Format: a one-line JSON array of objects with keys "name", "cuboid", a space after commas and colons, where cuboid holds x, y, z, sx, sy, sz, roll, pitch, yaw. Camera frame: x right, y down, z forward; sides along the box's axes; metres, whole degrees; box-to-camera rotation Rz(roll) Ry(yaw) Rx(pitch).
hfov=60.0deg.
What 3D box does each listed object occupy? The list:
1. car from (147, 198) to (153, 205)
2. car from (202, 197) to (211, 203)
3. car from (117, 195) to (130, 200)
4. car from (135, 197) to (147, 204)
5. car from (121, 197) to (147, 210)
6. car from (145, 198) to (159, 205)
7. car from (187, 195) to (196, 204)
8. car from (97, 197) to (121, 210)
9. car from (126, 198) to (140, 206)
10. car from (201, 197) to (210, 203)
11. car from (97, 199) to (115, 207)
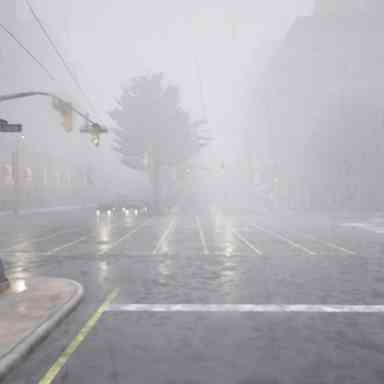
[{"name": "car", "cuboid": [-8.060, 1.842, 56.553, 1.994, 1.385, 4.181, 0, 0, 1]}, {"name": "car", "cuboid": [3.457, 1.978, 77.795, 1.895, 1.301, 4.718, 0, 0, 0]}, {"name": "car", "cuboid": [-11.568, 1.494, 55.331, 2.150, 2.045, 5.566, 0, 0, 1]}, {"name": "car", "cuboid": [-11.541, 1.896, 75.446, 2.128, 1.511, 4.902, 0, 0, 0]}, {"name": "car", "cuboid": [-8.114, 1.780, 47.317, 2.033, 1.411, 5.357, 0, 0, 0]}, {"name": "car", "cuboid": [-8.037, 1.878, 67.175, 2.033, 1.411, 5.357, 0, 0, 0]}, {"name": "car", "cuboid": [-0.042, 1.917, 76.616, 2.033, 1.411, 5.357, 0, 0, 0]}, {"name": "car", "cuboid": [-11.613, 1.752, 45.917, 1.812, 1.442, 4.674, 0, 0, 0]}, {"name": "car", "cuboid": [-11.536, 1.885, 65.213, 1.994, 1.385, 4.181, 0, 0, 0]}, {"name": "car", "cuboid": [3.452, 1.952, 86.829, 2.128, 1.511, 4.902, 0, 0, 0]}, {"name": "car", "cuboid": [-14.781, 1.878, 57.621, 1.895, 1.301, 4.718, 0, 0, 0]}]
